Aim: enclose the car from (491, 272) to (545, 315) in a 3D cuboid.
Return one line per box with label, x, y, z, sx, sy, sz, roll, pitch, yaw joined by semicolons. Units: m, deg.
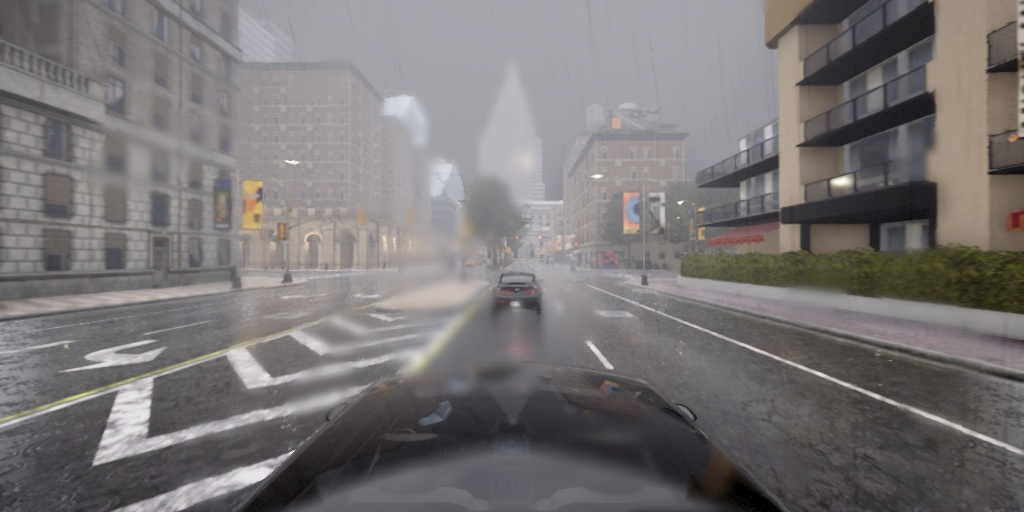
car;0.236;1.352;14.062;1.837;1.490;4.892;0;0;2
